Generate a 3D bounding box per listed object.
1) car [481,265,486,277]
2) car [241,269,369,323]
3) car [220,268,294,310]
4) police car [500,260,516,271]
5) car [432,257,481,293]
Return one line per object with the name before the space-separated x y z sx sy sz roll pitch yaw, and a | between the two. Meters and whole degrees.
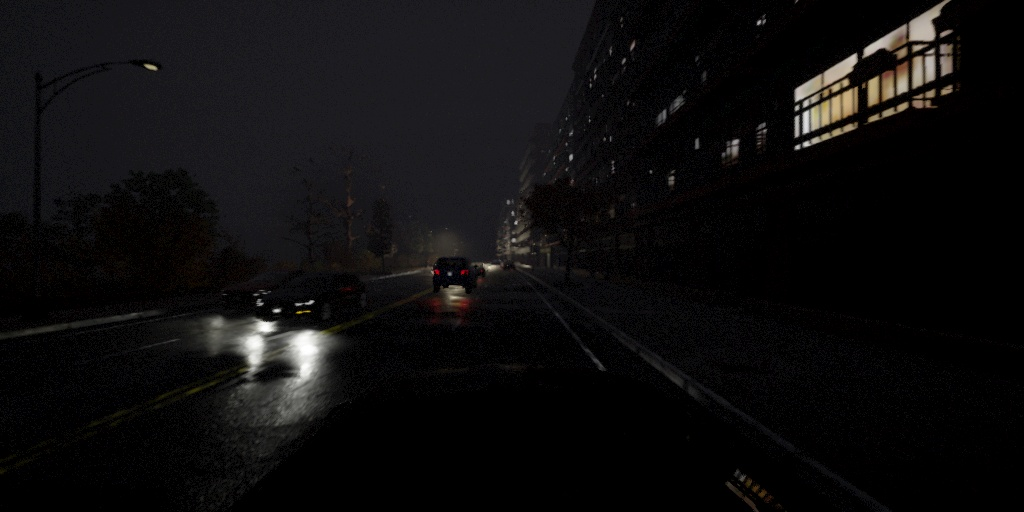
car | -3.764 1.577 38.383 1.895 1.301 4.718 0 0 -1
car | -6.638 1.311 12.522 1.837 1.490 4.892 0 0 0
car | -9.906 1.297 15.376 1.882 1.535 5.008 0 -1 0
police car | -0.460 1.555 59.287 1.930 1.638 5.238 0 0 -3
car | -3.366 1.086 21.925 2.150 2.045 5.566 0 -1 -1
